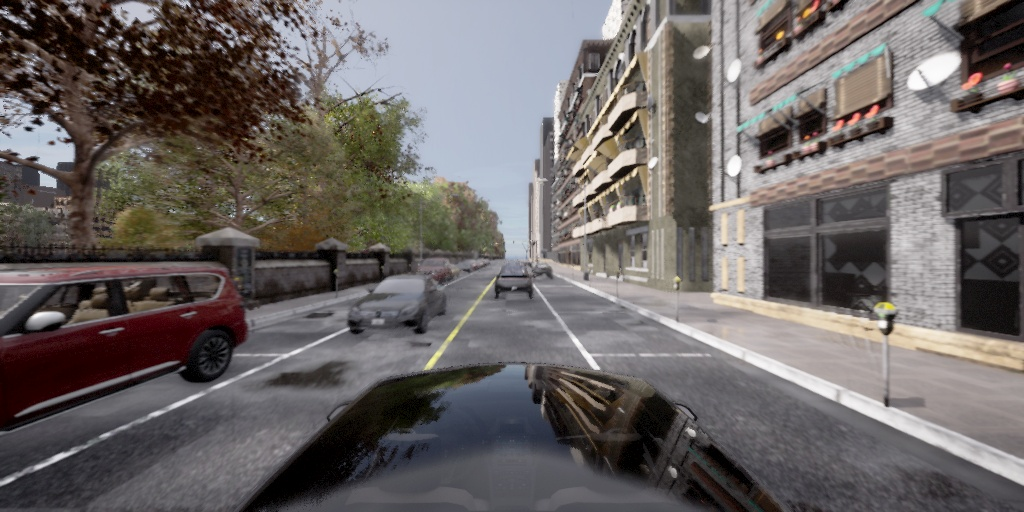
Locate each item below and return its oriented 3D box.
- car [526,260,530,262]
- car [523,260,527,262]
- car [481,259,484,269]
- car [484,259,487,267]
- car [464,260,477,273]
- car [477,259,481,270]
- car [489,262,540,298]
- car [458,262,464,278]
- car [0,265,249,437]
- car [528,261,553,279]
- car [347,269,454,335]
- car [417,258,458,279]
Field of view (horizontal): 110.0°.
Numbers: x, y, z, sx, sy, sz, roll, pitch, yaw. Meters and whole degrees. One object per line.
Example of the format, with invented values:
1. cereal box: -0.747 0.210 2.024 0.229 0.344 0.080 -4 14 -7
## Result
1. car: 2.686 1.342 65.306 2.007 1.370 4.403 0 0 0
2. car: 0.098 1.313 35.698 2.033 1.411 5.357 0 0 0
3. car: -5.693 1.362 54.226 1.802 1.307 4.207 0 0 0
4. car: -5.694 1.311 59.594 1.751 1.417 4.829 0 0 0
5. car: -5.693 1.337 43.149 1.948 1.339 4.313 0 0 0
6. car: -5.693 1.215 48.687 1.967 1.591 4.097 0 0 0
7. car: 0.098 1.249 18.586 2.128 1.511 4.902 0 0 0
8. car: -5.693 1.289 31.901 1.751 1.417 4.829 0 0 0
9. car: -5.693 1.066 4.378 2.192 1.841 5.009 0 0 0
10. car: 2.687 1.314 32.074 2.007 1.370 4.403 0 0 0
11. car: -3.113 1.279 10.676 1.812 1.442 4.674 0 0 0
12. car: -5.693 1.075 26.533 2.192 1.841 5.009 0 0 0
